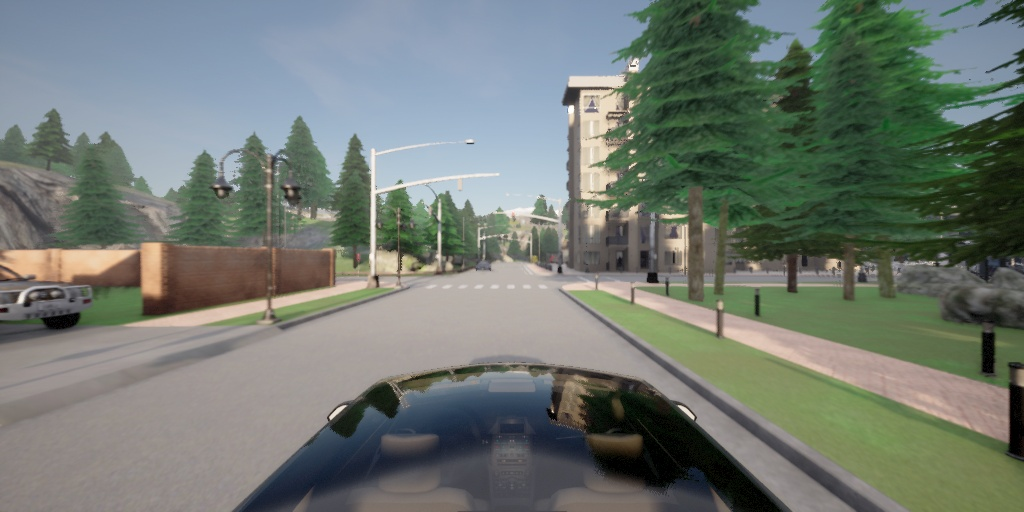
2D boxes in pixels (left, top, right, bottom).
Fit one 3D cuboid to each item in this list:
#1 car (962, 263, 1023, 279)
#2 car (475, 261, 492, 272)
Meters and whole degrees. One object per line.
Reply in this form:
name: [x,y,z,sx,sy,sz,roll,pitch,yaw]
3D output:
car: [43.209,1.314,32.085,5.357,1.411,2.033,0,0,1]
car: [-3.683,1.379,47.247,1.994,1.385,4.181,0,1,0]
